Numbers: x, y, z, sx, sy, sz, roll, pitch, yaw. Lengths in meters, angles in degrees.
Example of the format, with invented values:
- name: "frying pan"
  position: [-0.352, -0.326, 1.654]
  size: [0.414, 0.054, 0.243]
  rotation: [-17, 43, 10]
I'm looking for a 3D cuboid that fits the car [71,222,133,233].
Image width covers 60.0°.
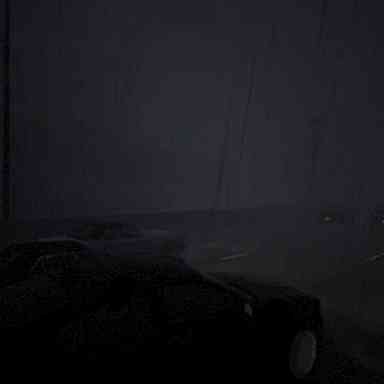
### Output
- name: "car"
  position: [-2.442, 1.661, 11.000]
  size: [4.718, 1.301, 1.895]
  rotation: [0, 0, -39]

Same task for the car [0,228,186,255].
- name: "car"
  position: [-2.404, 1.635, 6.536]
  size: [4.718, 1.301, 1.895]
  rotation: [0, 0, -38]

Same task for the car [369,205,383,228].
- name: "car"
  position: [13.478, 1.657, 22.721]
  size: [2.128, 1.511, 4.902]
  rotation: [0, 0, 37]

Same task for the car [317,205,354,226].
- name: "car"
  position: [10.760, 1.698, 24.863]
  size: [1.812, 1.442, 4.674]
  rotation: [0, 0, 37]

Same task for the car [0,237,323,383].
- name: "car"
  position: [-0.515, 1.499, 3.694]
  size: [5.008, 1.535, 1.882]
  rotation: [0, 0, -37]
